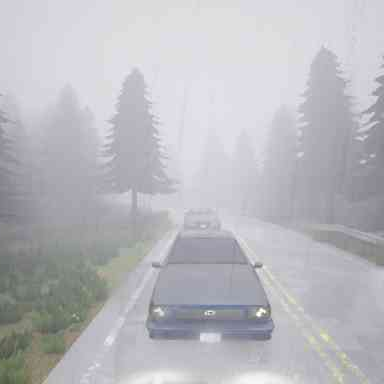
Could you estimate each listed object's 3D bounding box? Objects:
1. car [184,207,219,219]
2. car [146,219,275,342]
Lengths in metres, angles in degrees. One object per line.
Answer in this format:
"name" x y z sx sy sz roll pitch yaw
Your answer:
"car" 0.515 1.582 19.224 1.994 1.385 4.181 0 0 -2
"car" 0.301 1.557 7.102 2.033 1.411 5.357 0 0 1
